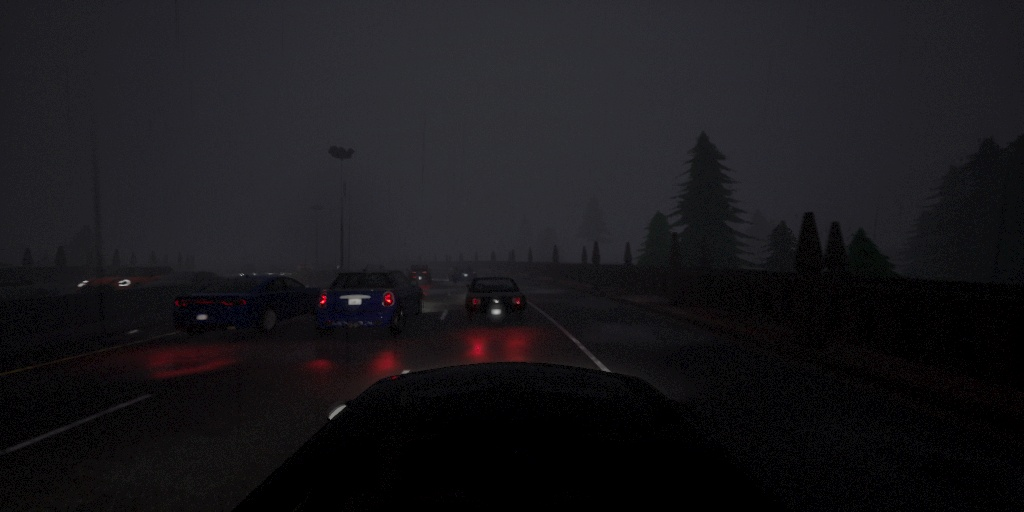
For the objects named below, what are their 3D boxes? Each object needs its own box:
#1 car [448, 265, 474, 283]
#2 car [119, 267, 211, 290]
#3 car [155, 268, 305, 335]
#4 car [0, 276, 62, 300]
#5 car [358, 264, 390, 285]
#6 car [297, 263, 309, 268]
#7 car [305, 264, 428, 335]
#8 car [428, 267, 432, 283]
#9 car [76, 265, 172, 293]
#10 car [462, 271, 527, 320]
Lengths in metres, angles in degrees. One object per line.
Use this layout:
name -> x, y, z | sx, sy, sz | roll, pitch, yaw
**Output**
car -> -4.157, 1.477, 29.985 | 1.994, 1.385, 4.181 | 0, 0, -16
car -> -15.686, 1.434, 17.299 | 1.812, 1.442, 4.674 | 0, 0, -11
car -> -7.542, 1.306, 10.935 | 1.882, 1.535, 5.008 | 0, 0, -5
car -> -22.333, 1.532, 14.952 | 1.895, 1.301, 4.718 | 0, 0, -10
car -> -11.422, 1.452, 29.996 | 2.128, 1.511, 4.902 | 0, 0, -17
car -> -32.343, 1.808, 55.918 | 1.882, 1.535, 5.008 | 0, -1, -36
car -> -4.061, 1.163, 10.974 | 2.097, 1.767, 4.553 | 0, 0, -5
car -> -7.637, 1.438, 29.490 | 1.837, 1.490, 4.892 | 0, 0, -16
car -> -19.519, 1.291, 18.623 | 2.097, 1.767, 4.553 | 0, 0, -13
car -> -0.708, 1.405, 13.015 | 1.895, 1.301, 4.718 | 0, 0, -6
